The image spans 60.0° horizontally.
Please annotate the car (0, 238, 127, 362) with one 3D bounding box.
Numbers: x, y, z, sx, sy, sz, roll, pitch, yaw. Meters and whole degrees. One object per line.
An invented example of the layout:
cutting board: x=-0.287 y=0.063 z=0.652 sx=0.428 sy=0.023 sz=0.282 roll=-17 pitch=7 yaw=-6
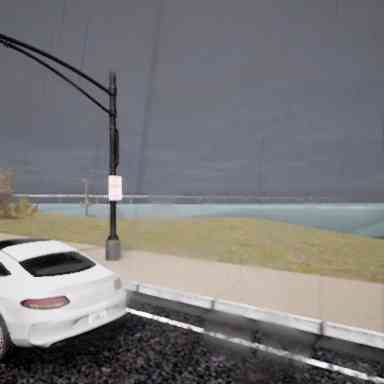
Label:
car: x=-3.181 y=1.569 z=5.942 sx=4.674 sy=1.442 sz=1.812 roll=0 pitch=0 yaw=35
